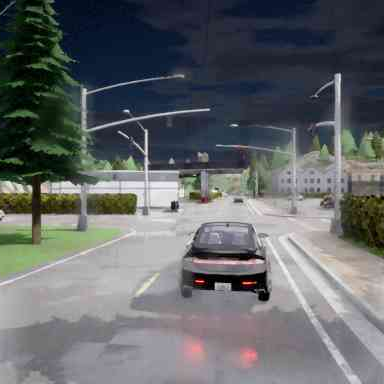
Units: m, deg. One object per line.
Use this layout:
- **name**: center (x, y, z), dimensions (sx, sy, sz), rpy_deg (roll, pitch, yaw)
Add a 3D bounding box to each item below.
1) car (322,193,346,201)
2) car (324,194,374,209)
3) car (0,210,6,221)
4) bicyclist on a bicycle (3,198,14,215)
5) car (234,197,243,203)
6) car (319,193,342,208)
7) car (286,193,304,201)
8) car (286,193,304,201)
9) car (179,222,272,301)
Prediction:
- **car**: center (31.779, 1.097, 74.520), dimensions (4.605, 1.855, 1.932), rpy_deg (0, 0, 8)
- **car**: center (18.297, 1.340, 38.610), dimensions (4.514, 1.523, 2.007), rpy_deg (0, 0, 8)
- **car**: center (-16.577, 1.526, 25.188), dimensions (4.674, 1.442, 1.812), rpy_deg (0, 0, 8)
- **bicyclist on a bicycle**: center (-17.956, 1.453, 32.524), dimensions (0.582, 1.620, 1.656), rpy_deg (0, 0, 7)
- **car**: center (9.451, 1.601, 67.387), dimensions (1.895, 1.301, 4.718), rpy_deg (0, 0, 8)
- **car**: center (18.680, 1.330, 41.724), dimensions (5.027, 1.636, 2.152), rpy_deg (0, 0, 8)
- **car**: center (24.442, 1.077, 78.866), dimensions (3.866, 1.878, 1.905), rpy_deg (0, 0, 8)
- **car**: center (23.376, 1.361, 75.658), dimensions (3.806, 1.475, 1.970), rpy_deg (0, 0, 8)
- **car**: center (0.886, 1.492, 8.398), dimensions (2.128, 1.511, 4.902), rpy_deg (0, 0, 8)
